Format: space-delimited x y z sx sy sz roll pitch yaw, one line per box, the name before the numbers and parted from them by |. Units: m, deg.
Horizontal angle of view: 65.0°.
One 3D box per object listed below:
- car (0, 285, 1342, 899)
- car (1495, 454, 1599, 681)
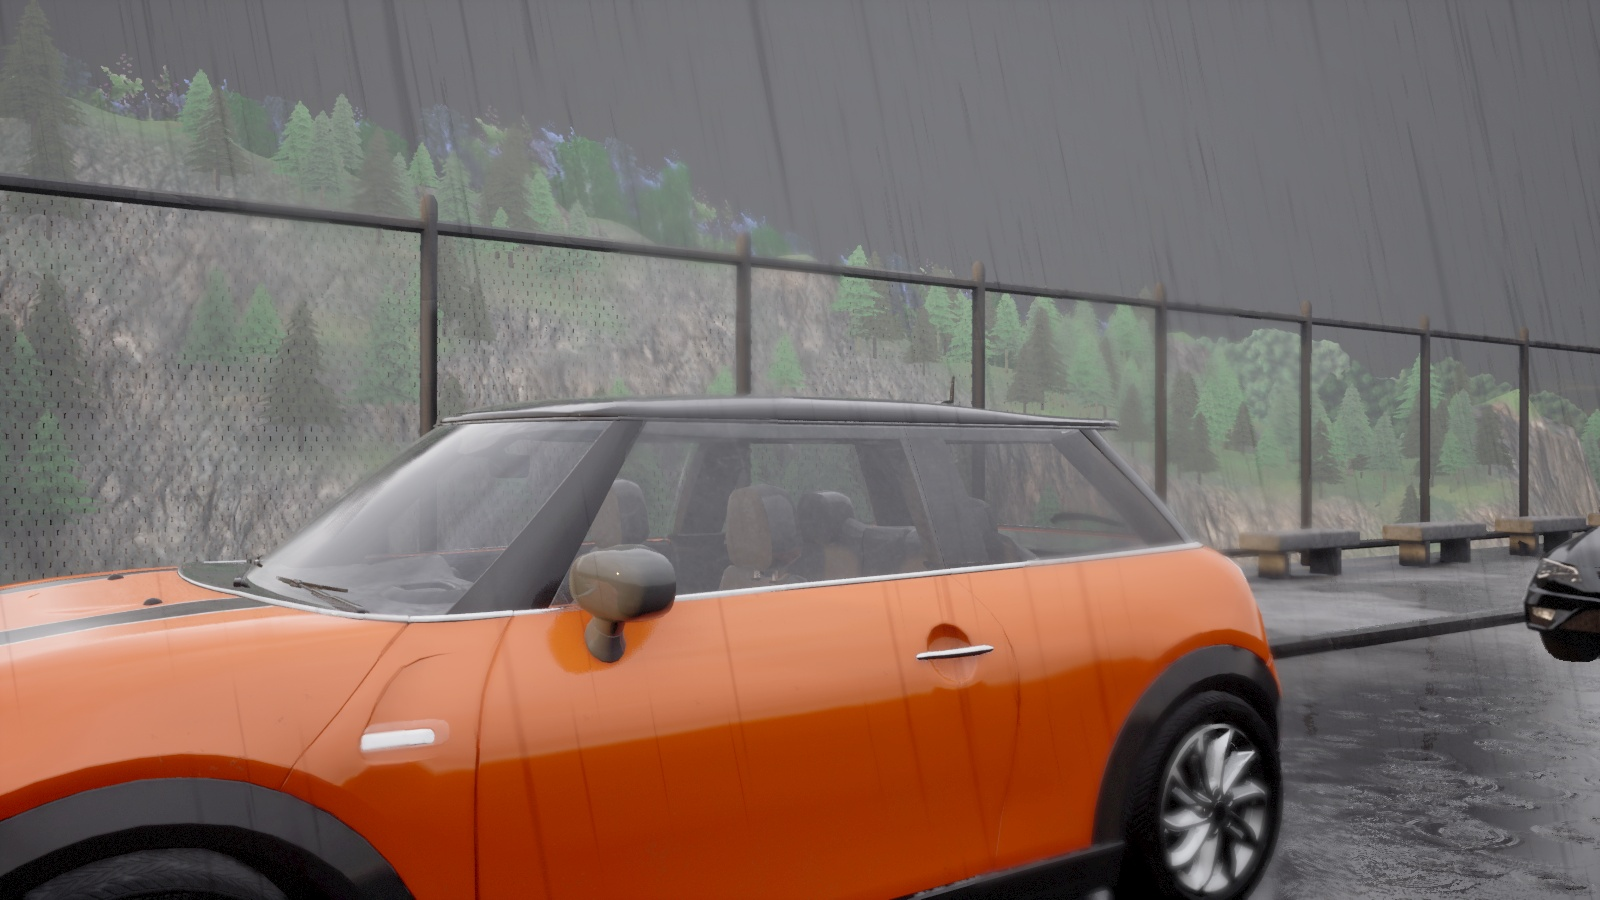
car | -0.624 0.614 3.835 4.553 1.767 2.097 0 0 -35
car | 7.089 0.766 9.205 4.193 1.474 1.816 0 0 -35
